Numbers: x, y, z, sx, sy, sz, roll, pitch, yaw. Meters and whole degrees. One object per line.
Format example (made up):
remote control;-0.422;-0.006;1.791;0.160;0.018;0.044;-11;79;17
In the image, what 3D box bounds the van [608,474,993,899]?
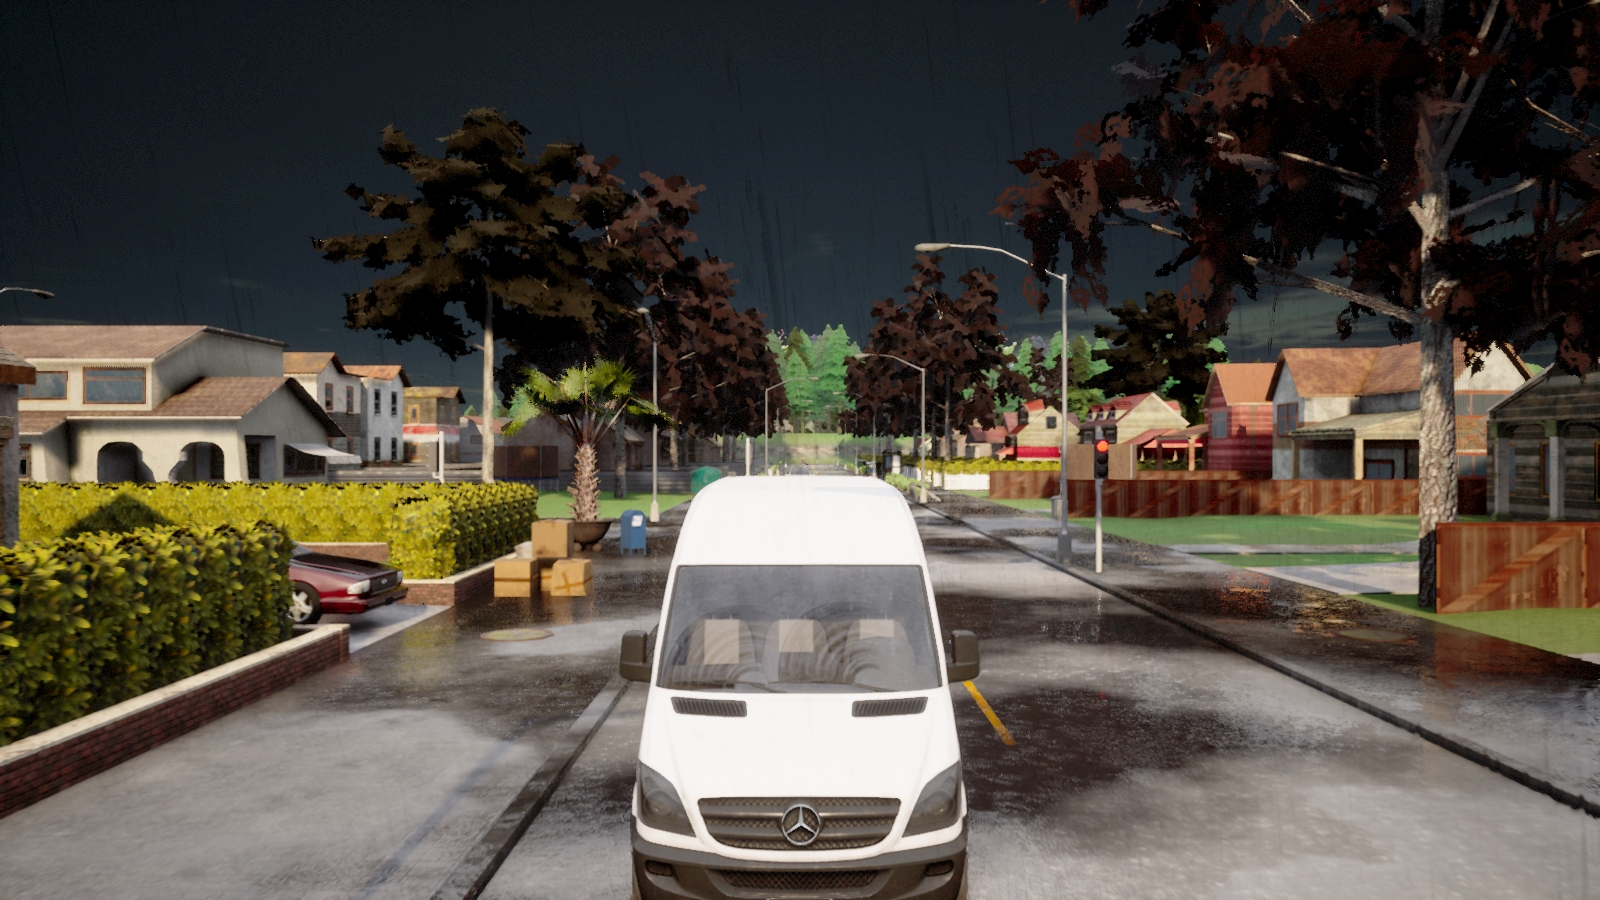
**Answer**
van;0.002;1.534;8.869;1.988;2.561;5.915;0;0;0
